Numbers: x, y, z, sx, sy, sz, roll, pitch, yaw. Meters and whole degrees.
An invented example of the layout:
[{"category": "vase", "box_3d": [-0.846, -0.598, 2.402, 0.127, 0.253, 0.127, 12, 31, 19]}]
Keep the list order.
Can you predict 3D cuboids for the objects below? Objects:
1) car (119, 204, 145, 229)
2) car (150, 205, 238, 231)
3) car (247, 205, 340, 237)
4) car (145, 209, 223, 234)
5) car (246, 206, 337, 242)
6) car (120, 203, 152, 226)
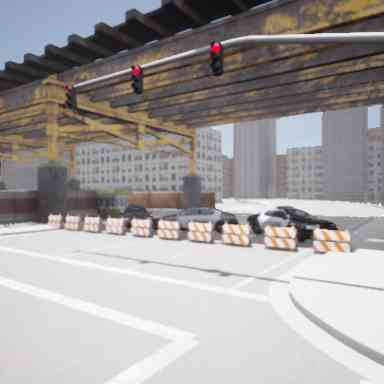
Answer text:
[{"category": "car", "box_3d": [-3.704, 1.562, 21.785, 2.038, 1.542, 4.974, 0, 0, -11]}, {"category": "car", "box_3d": [0.105, 1.372, 19.119, 4.536, 1.218, 1.853, 0, 0, -1]}, {"category": "car", "box_3d": [4.857, 1.335, 16.691, 1.853, 1.218, 4.536, 0, 0, -26]}, {"category": "car", "box_3d": [0.054, 1.530, 19.118, 4.974, 1.542, 2.038, 0, 0, -1]}, {"category": "car", "box_3d": [4.881, 1.493, 16.644, 2.038, 1.542, 4.974, 0, 0, -26]}, {"category": "car", "box_3d": [-3.715, 1.405, 21.836, 1.853, 1.218, 4.536, 0, 0, -11]}]
